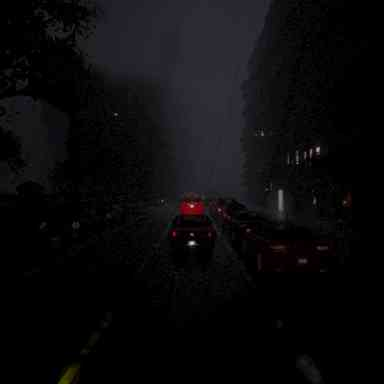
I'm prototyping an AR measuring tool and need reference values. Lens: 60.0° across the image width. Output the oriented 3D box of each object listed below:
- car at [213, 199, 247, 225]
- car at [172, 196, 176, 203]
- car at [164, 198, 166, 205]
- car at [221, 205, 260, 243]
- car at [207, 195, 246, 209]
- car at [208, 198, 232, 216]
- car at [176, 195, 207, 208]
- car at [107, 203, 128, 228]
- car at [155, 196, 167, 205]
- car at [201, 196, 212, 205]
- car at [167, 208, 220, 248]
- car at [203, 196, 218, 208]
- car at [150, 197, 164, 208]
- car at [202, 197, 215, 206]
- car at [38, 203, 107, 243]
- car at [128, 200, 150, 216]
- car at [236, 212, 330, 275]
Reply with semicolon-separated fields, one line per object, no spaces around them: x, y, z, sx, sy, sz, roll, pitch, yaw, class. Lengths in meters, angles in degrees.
2.689;1.442;21.555;1.967;1.590;4.097;0;0;0;car
-3.008;1.530;67.866;1.837;1.490;4.892;0;1;0;car
-5.691;1.576;55.336;2.008;1.369;4.403;0;0;0;car
2.689;1.545;15.926;1.887;1.381;4.507;0;0;0;car
2.688;1.320;27.185;2.192;1.841;5.009;0;0;0;car
2.689;1.447;32.816;1.967;1.590;4.097;0;0;0;car
0.000;1.265;29.680;2.150;2.045;5.566;0;0;0;car
-5.692;1.442;21.553;1.967;1.590;4.097;0;0;0;car
-5.692;1.557;60.797;1.752;1.417;4.829;0;0;0;car
2.688;1.558;61.138;1.752;1.417;4.829;0;0;0;car
0.000;1.617;14.681;1.895;1.301;4.718;0;0;0;car
2.688;1.460;49.706;1.967;1.590;4.097;0;0;0;car
-5.692;1.545;49.536;1.752;1.417;4.829;0;0;0;car
2.689;1.591;55.337;1.947;1.339;4.313;0;0;0;car
-5.692;1.440;15.925;1.967;1.590;4.097;0;0;0;car
-5.691;1.558;32.815;2.008;1.369;4.403;0;0;0;car
2.690;1.543;10.295;1.887;1.381;4.507;0;0;0;car
